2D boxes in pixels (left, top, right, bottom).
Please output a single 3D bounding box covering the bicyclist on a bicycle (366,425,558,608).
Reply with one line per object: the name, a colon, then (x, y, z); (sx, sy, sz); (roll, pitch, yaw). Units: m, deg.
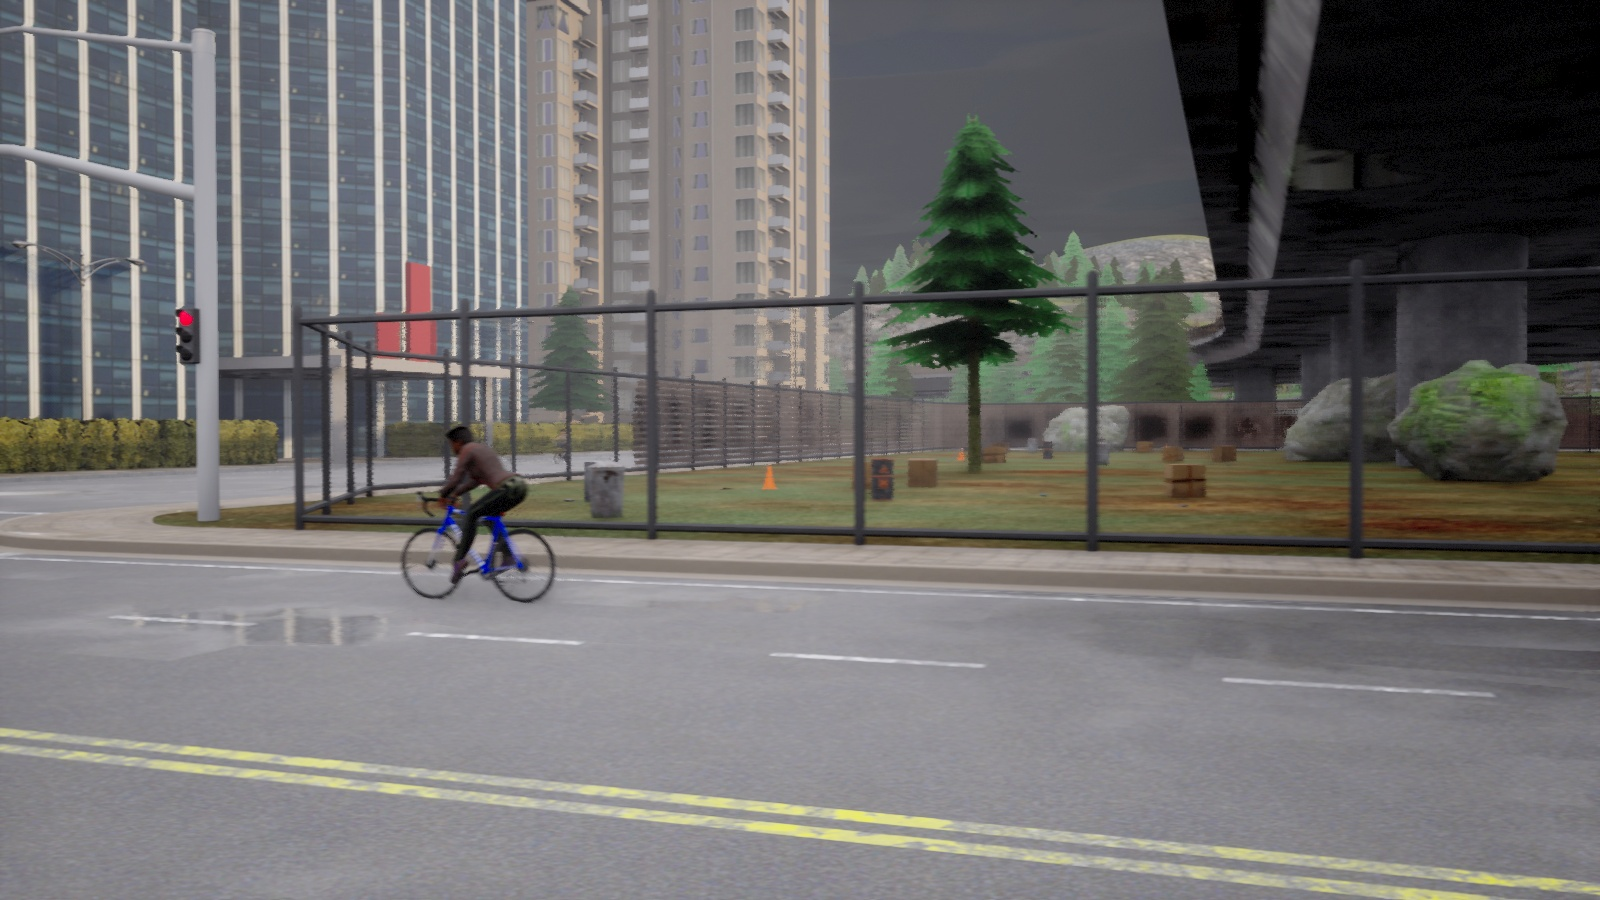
bicyclist on a bicycle: (-3.131, 0.581, 11.641); (1.656, 1.620, 0.582); (0, 1, 18)
